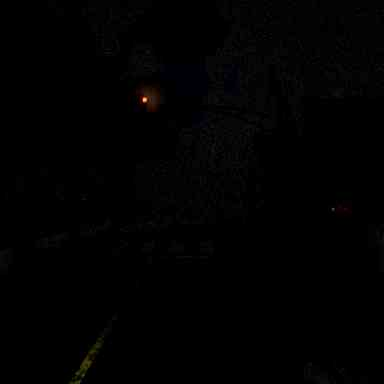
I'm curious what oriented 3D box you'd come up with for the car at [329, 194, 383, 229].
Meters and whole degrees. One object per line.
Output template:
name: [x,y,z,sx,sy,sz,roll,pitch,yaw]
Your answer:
car: [11.415,1.129,20.580,5.566,2.045,2.150,0,-1,0]
